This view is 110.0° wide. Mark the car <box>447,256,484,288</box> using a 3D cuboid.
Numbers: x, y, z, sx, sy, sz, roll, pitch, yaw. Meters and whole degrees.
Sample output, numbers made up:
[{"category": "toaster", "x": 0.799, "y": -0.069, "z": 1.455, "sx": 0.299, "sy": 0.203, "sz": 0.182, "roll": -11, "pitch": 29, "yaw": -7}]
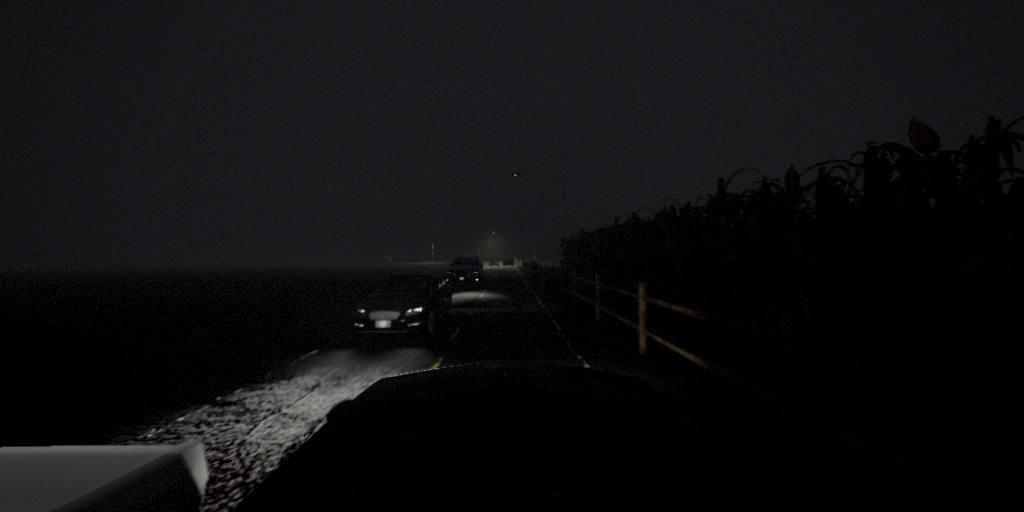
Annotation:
[{"category": "car", "x": -3.084, "y": 1.023, "z": 24.495, "sx": 2.150, "sy": 2.045, "sz": 5.566, "roll": 0, "pitch": 0, "yaw": -1}]

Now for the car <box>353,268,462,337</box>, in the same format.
[{"category": "car", "x": -2.933, "y": 1.272, "z": 10.536, "sx": 2.128, "sy": 1.511, "sz": 4.902, "roll": 0, "pitch": 0, "yaw": -1}]

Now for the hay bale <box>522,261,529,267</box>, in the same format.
[{"category": "hay bale", "x": 2.415, "y": 1.477, "z": 65.245, "sx": 1.220, "sy": 1.180, "sz": 1.240, "roll": 0, "pitch": 0, "yaw": -1}]
